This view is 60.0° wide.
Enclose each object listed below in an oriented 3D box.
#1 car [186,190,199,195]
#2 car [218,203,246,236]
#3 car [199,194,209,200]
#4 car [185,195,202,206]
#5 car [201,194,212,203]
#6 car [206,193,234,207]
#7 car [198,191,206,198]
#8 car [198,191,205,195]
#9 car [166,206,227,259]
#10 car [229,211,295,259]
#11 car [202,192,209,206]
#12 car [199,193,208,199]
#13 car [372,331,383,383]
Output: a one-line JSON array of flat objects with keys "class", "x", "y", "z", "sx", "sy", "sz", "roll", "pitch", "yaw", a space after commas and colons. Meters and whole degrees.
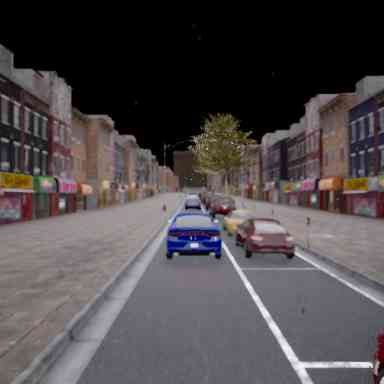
[{"class": "car", "x": 0.102, "y": 0.931, "z": 60.805, "sx": 2.150, "sy": 2.045, "sz": 5.566, "roll": 0, "pitch": 1, "yaw": 0}, {"class": "car", "x": 2.655, "y": 1.574, "z": 18.389, "sx": 1.752, "sy": 1.417, "sz": 4.829, "roll": 1, "pitch": 0, "yaw": 0}, {"class": "car", "x": 2.670, "y": 1.091, "z": 73.801, "sx": 1.947, "sy": 1.339, "sz": 4.313, "roll": 2, "pitch": 1, "yaw": 0}, {"class": "car", "x": 0.104, "y": 1.474, "z": 42.959, "sx": 1.994, "sy": 1.385, "sz": 4.181, "roll": 0, "pitch": 1, "yaw": 0}, {"class": "car", "x": 2.667, "y": 1.231, "z": 62.690, "sx": 1.887, "sy": 1.381, "sz": 4.507, "roll": 2, "pitch": 1, "yaw": 0}, {"class": "car", "x": 2.664, "y": 1.330, "z": 29.338, "sx": 2.192, "sy": 1.841, "sz": 5.009, "roll": 1, "pitch": 0, "yaw": 0}, {"class": "car", "x": 2.679, "y": 0.575, "z": 90.459, "sx": 2.192, "sy": 1.841, "sz": 5.009, "roll": 2, "pitch": 1, "yaw": 0}, {"class": "car", "x": 2.672, "y": 1.071, "z": 57.130, "sx": 2.192, "sy": 1.841, "sz": 5.009, "roll": 2, "pitch": 1, "yaw": 0}, {"class": "car", "x": 0.048, "y": 1.526, "z": 12.894, "sx": 1.882, "sy": 1.535, "sz": 5.008, "roll": 0, "pitch": 0, "yaw": -1}, {"class": "car", "x": 2.652, "y": 1.630, "z": 12.659, "sx": 1.802, "sy": 1.307, "sz": 4.206, "roll": 1, "pitch": 0, "yaw": 0}, {"class": "car", "x": 2.668, "y": 1.248, "z": 40.458, "sx": 2.192, "sy": 1.841, "sz": 5.009, "roll": 1, "pitch": 1, "yaw": 0}, {"class": "car", "x": 2.670, "y": 1.003, "z": 79.357, "sx": 1.947, "sy": 1.339, "sz": 4.313, "roll": 2, "pitch": 1, "yaw": 0}, {"class": "car", "x": 2.648, "y": 1.555, "z": 1.539, "sx": 1.887, "sy": 1.381, "sz": 4.507, "roll": 1, "pitch": 0, "yaw": 0}]
